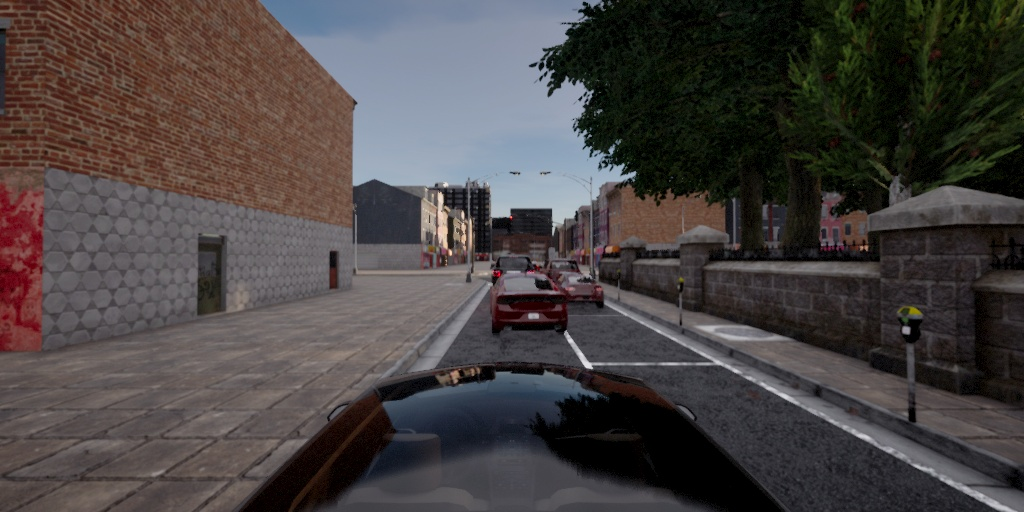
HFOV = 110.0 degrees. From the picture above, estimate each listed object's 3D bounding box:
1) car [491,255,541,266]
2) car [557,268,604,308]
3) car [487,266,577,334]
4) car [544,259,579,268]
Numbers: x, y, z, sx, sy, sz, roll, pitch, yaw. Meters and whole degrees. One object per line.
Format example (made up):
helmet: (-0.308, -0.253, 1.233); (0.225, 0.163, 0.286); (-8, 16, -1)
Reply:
car: (0.090, 0.965, 18.628); (2.150, 2.045, 5.566); (0, 0, 0)
car: (2.644, 1.326, 14.875); (1.802, 1.307, 4.207); (0, 0, 0)
car: (0.307, 1.222, 10.637); (1.882, 1.535, 5.008); (0, 0, -4)
car: (2.646, 1.059, 20.324); (2.192, 1.841, 5.009); (0, 0, 0)
